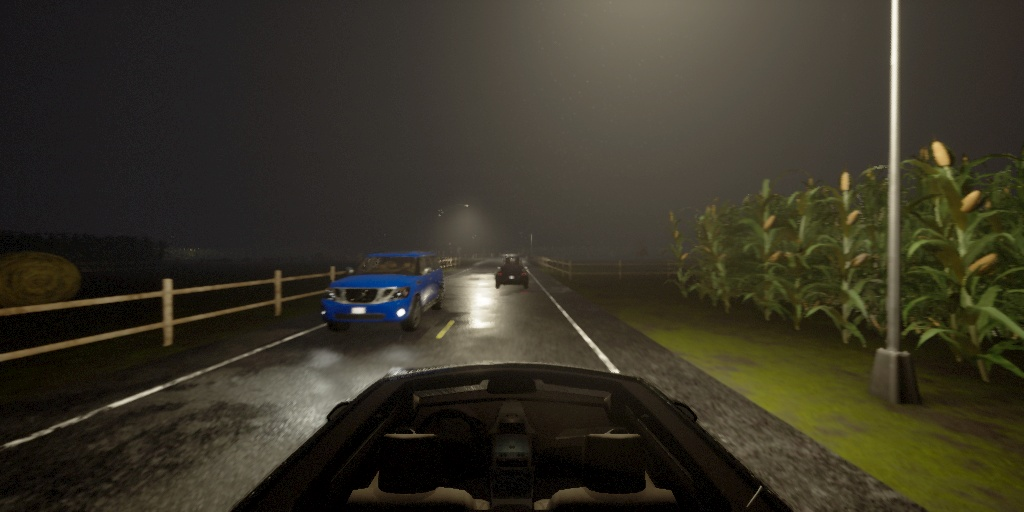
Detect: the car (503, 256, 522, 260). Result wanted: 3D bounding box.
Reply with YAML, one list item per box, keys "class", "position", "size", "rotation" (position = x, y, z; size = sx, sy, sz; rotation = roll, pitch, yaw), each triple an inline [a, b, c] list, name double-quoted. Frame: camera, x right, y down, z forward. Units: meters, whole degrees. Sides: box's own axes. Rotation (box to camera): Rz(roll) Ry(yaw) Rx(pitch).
- class: "car"
  position: [0.088, 0.761, 37.948]
  size: [2.097, 1.767, 4.553]
  rotation: [0, 0, 0]

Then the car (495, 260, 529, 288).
- class: "car"
  position: [0.022, 1.133, 21.868]
  size: [1.994, 1.385, 4.181]
  rotation: [0, 1, 1]

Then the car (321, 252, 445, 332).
- class: "car"
  position: [-3.495, 0.877, 10.941]
  size: [2.150, 2.045, 5.566]
  rotation: [0, 0, 0]
